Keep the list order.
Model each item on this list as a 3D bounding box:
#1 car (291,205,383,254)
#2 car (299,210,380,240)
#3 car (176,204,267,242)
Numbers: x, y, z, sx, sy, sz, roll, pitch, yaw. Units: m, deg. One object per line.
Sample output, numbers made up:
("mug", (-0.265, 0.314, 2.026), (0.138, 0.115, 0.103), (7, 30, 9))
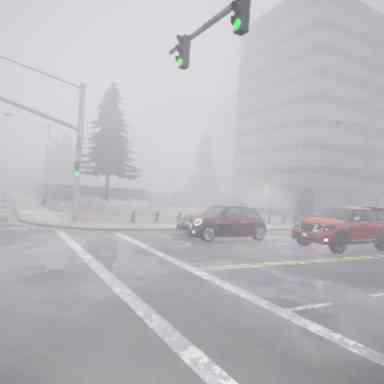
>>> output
("car", (7.329, 1.669, 15.878), (5.566, 2.045, 2.150), (4, 0, -30))
("car", (9.363, 2.063, 21.087), (4.902, 1.511, 2.128), (4, 0, -30))
("car", (1.499, 1.418, 16.568), (4.553, 1.767, 2.097), (4, 0, -30))
